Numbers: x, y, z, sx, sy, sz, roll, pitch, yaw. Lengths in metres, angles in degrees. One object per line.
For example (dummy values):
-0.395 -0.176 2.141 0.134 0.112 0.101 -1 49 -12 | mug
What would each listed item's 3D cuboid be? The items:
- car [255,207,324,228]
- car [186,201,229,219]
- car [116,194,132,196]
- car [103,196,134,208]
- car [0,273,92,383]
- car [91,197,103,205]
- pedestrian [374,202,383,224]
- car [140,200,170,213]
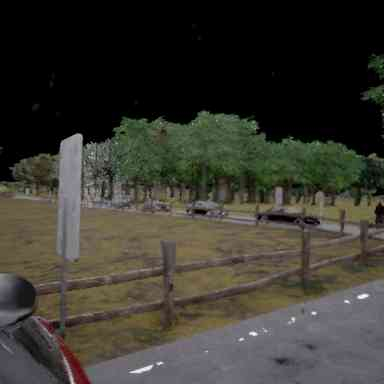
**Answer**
6.778 1.731 23.418 1.895 1.301 4.718 2 -1 -36 | car
1.388 1.618 30.968 2.128 1.511 4.902 2 -1 -35 | car
-11.320 1.427 53.831 2.150 2.045 5.566 2 -1 -36 | car
-10.339 1.665 47.438 2.033 1.411 5.357 2 -1 -35 | car
-2.585 1.341 1.197 4.553 1.767 2.097 0 0 -35 | car
-17.545 1.706 62.516 1.812 1.442 4.674 2 -1 -35 | car
13.589 1.582 24.176 0.375 1.860 0.375 2 -1 -36 | pedestrian
-4.329 1.686 38.967 1.994 1.385 4.181 2 -1 -37 | car
